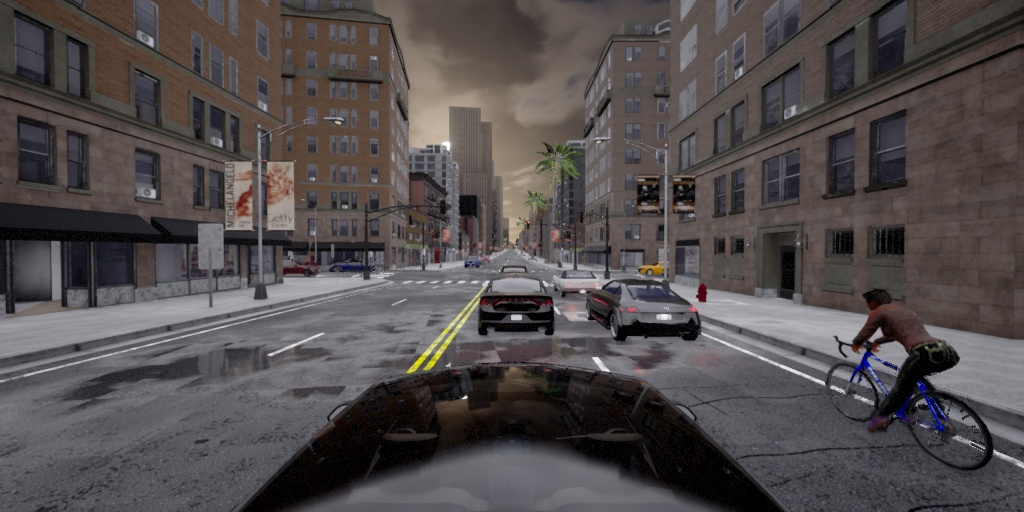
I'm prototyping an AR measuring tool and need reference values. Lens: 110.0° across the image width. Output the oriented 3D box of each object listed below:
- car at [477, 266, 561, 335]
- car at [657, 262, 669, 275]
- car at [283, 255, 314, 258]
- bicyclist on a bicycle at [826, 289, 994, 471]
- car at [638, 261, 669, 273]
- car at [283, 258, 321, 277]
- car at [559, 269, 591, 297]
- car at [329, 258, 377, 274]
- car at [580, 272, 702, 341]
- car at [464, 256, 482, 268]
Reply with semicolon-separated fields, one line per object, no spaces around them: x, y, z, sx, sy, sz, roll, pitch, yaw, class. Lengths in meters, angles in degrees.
0.106;1.225;10.499;1.882;1.535;5.008;0;0;0;car
16.234;1.507;33.290;4.313;1.339;1.948;0;0;0;car
-23.864;0.828;38.818;5.009;1.841;2.192;0;0;-9;car
4.147;1.202;3.911;0.582;1.620;1.656;0;0;0;bicyclist on a bicycle
16.355;1.333;39.234;5.008;1.535;1.882;0;1;0;car
-20.427;1.142;33.492;4.674;1.442;1.812;0;1;-9;car
3.264;1.345;18.708;1.895;1.301;4.718;0;0;0;car
-16.523;0.954;37.412;4.553;1.767;2.097;0;1;-13;car
3.345;1.311;9.894;1.994;1.385;4.181;0;0;0;car
-6.545;0.953;58.640;2.150;2.045;5.566;0;0;-1;car
